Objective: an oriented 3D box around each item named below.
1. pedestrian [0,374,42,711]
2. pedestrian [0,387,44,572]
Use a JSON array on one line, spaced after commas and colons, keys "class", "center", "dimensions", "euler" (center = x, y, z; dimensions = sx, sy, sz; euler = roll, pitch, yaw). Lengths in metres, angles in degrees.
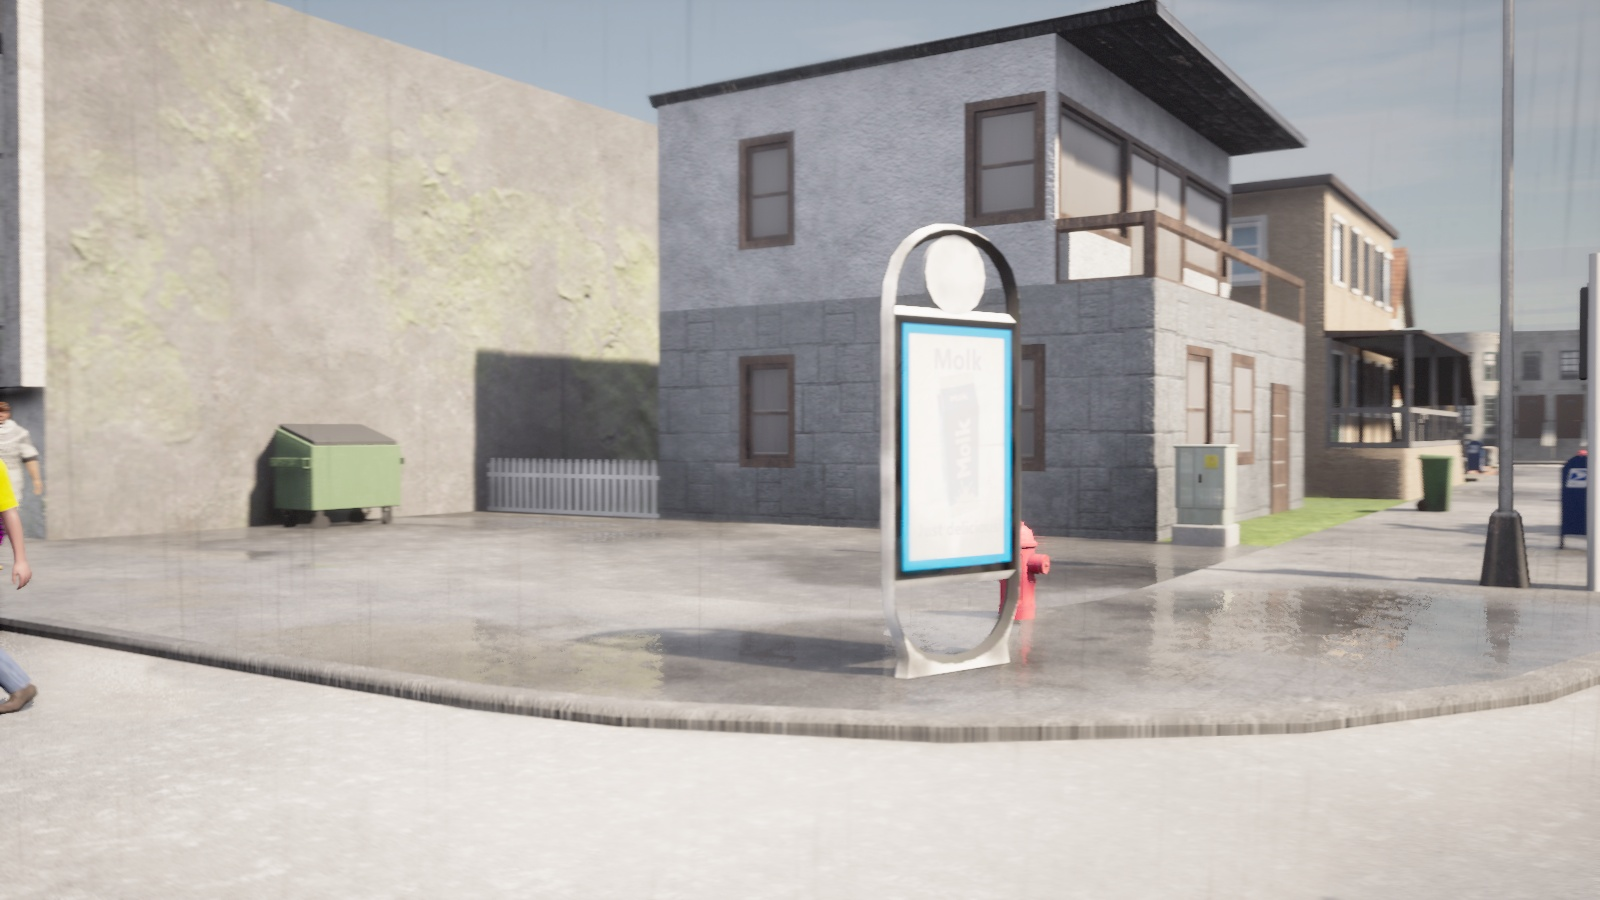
[{"class": "pedestrian", "center": [-4.548, 0.506, 6.797], "dimensions": [0.354, 1.836, 0.706], "euler": [1, 1, 15]}, {"class": "pedestrian", "center": [-8.699, 0.308, 13.632], "dimensions": [0.659, 1.952, 0.873], "euler": [0, 1, -45]}]
